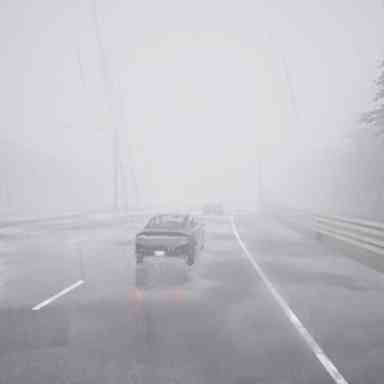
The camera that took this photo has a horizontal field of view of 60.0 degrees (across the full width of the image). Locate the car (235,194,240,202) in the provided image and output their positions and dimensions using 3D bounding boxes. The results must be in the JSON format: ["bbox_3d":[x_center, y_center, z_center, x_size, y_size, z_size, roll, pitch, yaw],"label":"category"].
[{"bbox_3d":[10.380,1.880,83.297,1.895,1.301,4.718,0,0,10],"label":"car"}]

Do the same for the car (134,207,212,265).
[{"bbox_3d":[-0.616,1.517,11.790,2.128,1.511,4.902,0,0,7],"label":"car"}]

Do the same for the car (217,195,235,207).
[{"bbox_3d":[5.658,1.684,55.817,2.033,1.411,5.357,0,0,9],"label":"car"}]

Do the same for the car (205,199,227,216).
[{"bbox_3d":[2.226,1.678,33.401,1.895,1.301,4.718,0,0,8],"label":"car"}]
